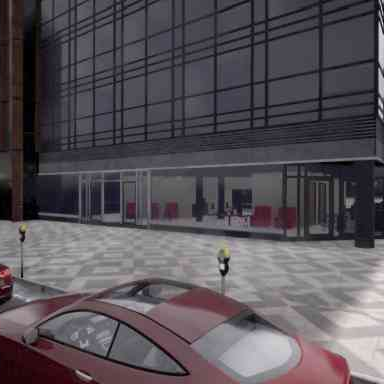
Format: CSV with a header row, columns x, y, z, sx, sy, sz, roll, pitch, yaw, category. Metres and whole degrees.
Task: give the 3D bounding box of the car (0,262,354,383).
x,y,z,sx,sy,sz,roll,pitch,yaw,category
-0.593,1.582,3.377,4.206,1.307,1.802,0,0,35,car
